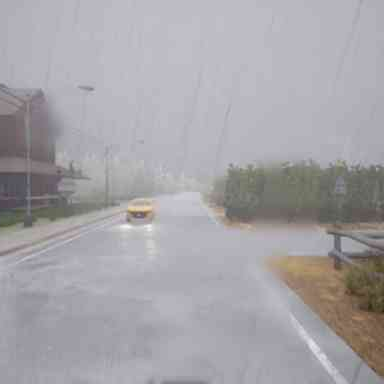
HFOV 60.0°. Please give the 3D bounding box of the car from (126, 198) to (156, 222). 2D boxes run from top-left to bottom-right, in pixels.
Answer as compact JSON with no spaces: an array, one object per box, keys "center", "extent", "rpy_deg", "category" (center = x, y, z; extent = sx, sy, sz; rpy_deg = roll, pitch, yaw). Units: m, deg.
[{"center":[-3.633,1.222,24.240],"extent":[1.882,1.535,5.008],"rpy_deg":[0,1,-4],"category":"car"}]
